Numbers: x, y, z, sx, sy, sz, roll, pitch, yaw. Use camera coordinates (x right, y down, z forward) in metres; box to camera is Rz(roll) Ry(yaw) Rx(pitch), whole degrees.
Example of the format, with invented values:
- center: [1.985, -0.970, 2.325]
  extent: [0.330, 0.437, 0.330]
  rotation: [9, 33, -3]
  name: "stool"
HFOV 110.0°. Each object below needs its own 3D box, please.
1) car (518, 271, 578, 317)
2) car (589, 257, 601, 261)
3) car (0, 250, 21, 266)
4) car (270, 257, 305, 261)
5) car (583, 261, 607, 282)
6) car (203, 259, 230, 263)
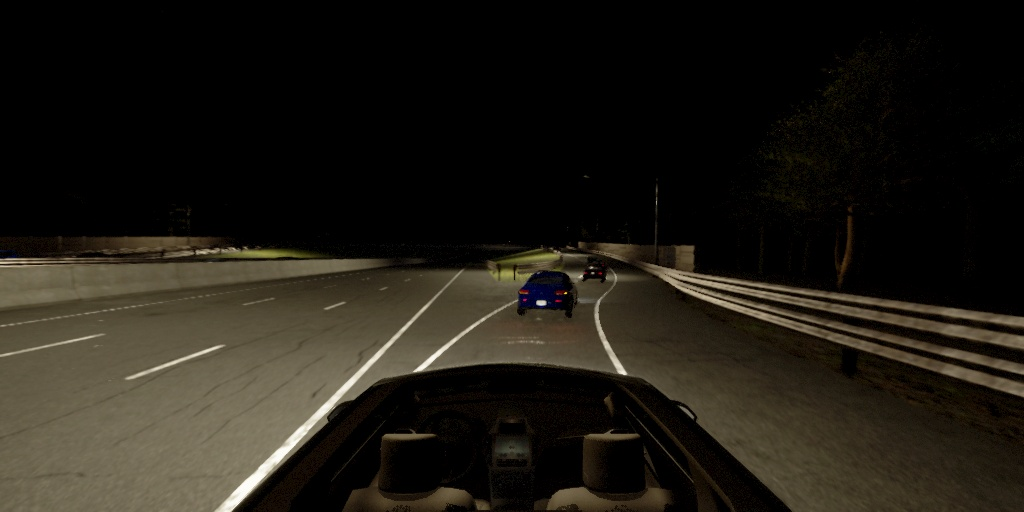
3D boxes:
- center: [1.430, 1.289, 13.318]
  extent: [1.812, 1.442, 4.674]
  rotation: [0, 0, 13]
  name: "car"
- center: [11.549, 1.314, 47.660]
  extent: [1.837, 1.490, 4.892]
  rotation: [1, 1, 13]
  name: "car"
- center: [-48.427, 0.485, 32.841]
  extent: [2.150, 2.045, 5.566]
  rotation: [0, 1, -26]
  name: "car"
- center: [-25.234, 0.843, 39.496]
  extent: [2.097, 1.767, 4.553]
  rotation: [1, 0, -5]
  name: "car"
- center: [7.427, 1.494, 32.201]
  extent: [2.033, 1.411, 5.357]
  rotation: [1, 0, 17]
  name: "car"
- center: [-32.238, 0.976, 39.271]
  extent: [1.994, 1.385, 4.181]
  rotation: [1, 0, -5]
  name: "car"
